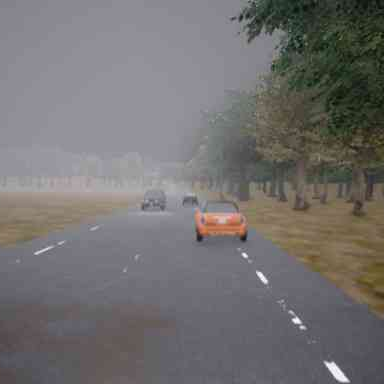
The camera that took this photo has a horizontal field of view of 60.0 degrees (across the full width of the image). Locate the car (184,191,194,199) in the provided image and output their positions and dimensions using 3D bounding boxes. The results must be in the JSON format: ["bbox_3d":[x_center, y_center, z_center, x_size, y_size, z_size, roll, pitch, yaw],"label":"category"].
[{"bbox_3d":[-0.559,0.553,60.995,1.895,1.301,4.718,0,1,-1],"label":"car"}]

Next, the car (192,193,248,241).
[{"bbox_3d":[1.192,1.120,15.285,2.097,1.767,4.553,0,1,0],"label":"car"}]

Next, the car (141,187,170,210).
[{"bbox_3d":[-3.759,0.702,33.483,2.150,2.045,5.566,0,1,0],"label":"car"}]

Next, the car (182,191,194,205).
[{"bbox_3d":[-0.242,0.789,42.711,1.882,1.535,5.008,0,1,0],"label":"car"}]

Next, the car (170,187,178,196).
[{"bbox_3d":[-4.402,-0.156,74.313,2.150,2.045,5.566,0,1,-1],"label":"car"}]
